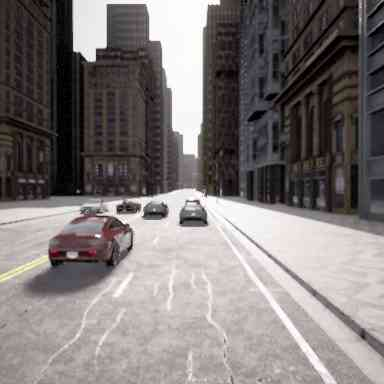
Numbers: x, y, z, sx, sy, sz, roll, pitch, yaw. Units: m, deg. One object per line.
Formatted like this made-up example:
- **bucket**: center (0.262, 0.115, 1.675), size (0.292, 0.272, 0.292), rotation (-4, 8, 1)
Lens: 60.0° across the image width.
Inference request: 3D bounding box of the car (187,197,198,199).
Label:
- **car**: center (0.100, 1.351, 42.283), size (2.128, 1.511, 4.902), rotation (0, 0, 0)

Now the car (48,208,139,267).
- **car**: center (-3.150, 1.484, 11.069), size (1.812, 1.442, 4.674), rotation (0, 0, 0)

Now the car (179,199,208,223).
- **car**: center (0.100, 1.477, 24.420), size (1.994, 1.385, 4.181), rotation (0, 0, 0)

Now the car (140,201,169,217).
- **car**: center (-3.151, 1.460, 29.878), size (1.994, 1.385, 4.181), rotation (0, 0, 0)

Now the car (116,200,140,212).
- **car**: center (-6.510, 1.483, 34.345), size (1.895, 1.301, 4.718), rotation (0, 0, 0)

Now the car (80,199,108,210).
- **car**: center (-9.769, 1.410, 33.505), size (1.812, 1.442, 4.674), rotation (0, 0, 0)
